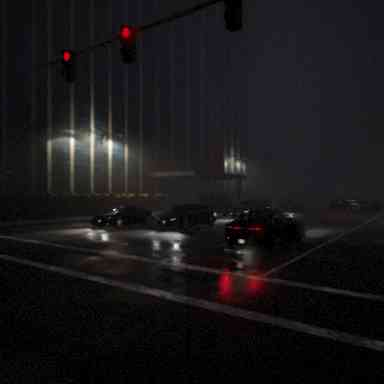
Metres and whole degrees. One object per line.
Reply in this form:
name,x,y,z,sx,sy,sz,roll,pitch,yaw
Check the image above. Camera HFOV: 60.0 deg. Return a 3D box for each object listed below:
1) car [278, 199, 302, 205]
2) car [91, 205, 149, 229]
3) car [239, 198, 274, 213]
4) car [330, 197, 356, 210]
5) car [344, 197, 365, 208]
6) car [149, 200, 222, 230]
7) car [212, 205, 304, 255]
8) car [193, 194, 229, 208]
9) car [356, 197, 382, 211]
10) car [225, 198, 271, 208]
car,11.000,1.519,37.369,1.812,1.442,4.674,0,0,35
car,-4.385,1.555,21.480,1.994,1.385,4.181,0,0,35
car,7.556,1.483,38.558,2.128,1.511,4.902,0,0,35
car,18.834,1.486,42.163,2.128,1.511,4.902,0,0,35
car,24.674,1.488,50.532,2.128,1.511,4.902,0,0,35
car,-0.251,1.498,21.286,1.837,1.490,4.892,0,0,35
car,3.088,1.489,13.511,2.128,1.511,4.902,0,0,35
car,1.550,1.213,29.986,2.150,2.045,5.566,0,0,35
car,21.577,1.546,39.987,2.033,1.411,5.357,0,0,35
car,5.092,1.498,28.938,1.837,1.490,4.892,0,0,35
